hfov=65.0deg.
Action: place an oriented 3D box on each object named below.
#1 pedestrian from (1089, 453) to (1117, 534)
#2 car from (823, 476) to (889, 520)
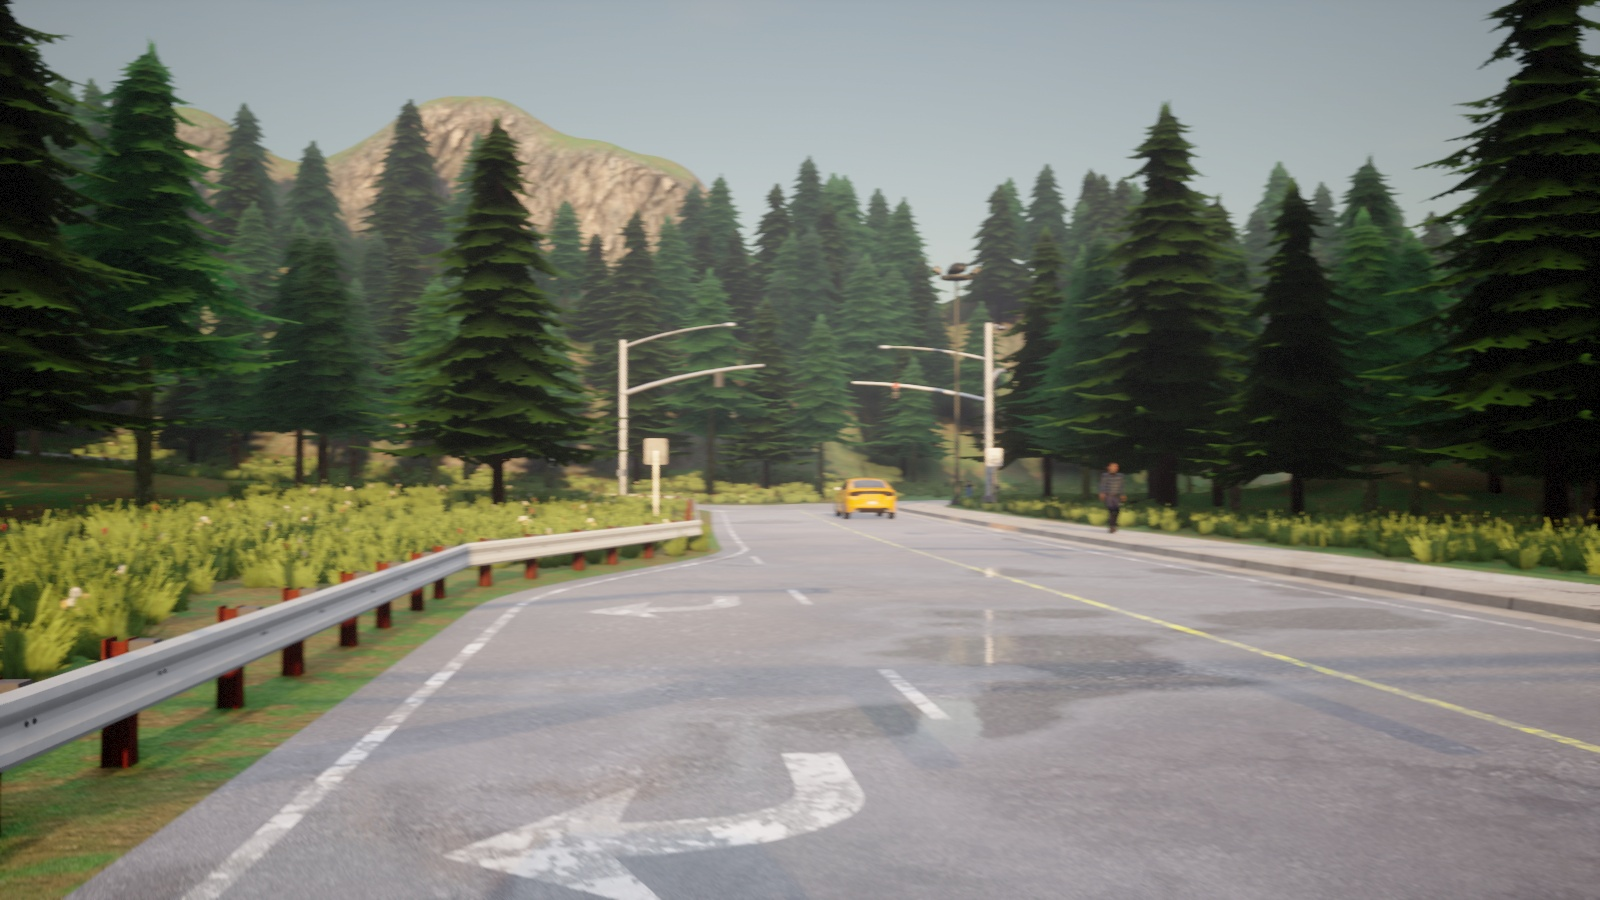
[{"bbox_3d":[7.439,1.059,30.883,0.423,1.949,0.788,0,-1,-5],"label":"pedestrian"},{"bbox_3d":[2.073,1.784,47.665,1.882,1.535,5.008,0,-1,-5],"label":"car"}]
